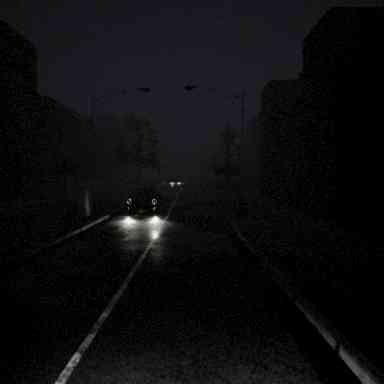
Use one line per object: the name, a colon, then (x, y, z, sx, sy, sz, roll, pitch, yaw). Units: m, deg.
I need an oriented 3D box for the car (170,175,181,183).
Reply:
car: (-3.071, -2.495, 63.191, 1.994, 1.385, 4.181, 0, 4, 1)

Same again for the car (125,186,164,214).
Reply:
car: (-3.114, 0.455, 22.527, 2.097, 1.767, 4.553, 0, 4, 0)

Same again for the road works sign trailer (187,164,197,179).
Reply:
road works sign trailer: (-0.041, -5.006, 81.309, 2.380, 3.560, 2.880, 0, 4, 0)
